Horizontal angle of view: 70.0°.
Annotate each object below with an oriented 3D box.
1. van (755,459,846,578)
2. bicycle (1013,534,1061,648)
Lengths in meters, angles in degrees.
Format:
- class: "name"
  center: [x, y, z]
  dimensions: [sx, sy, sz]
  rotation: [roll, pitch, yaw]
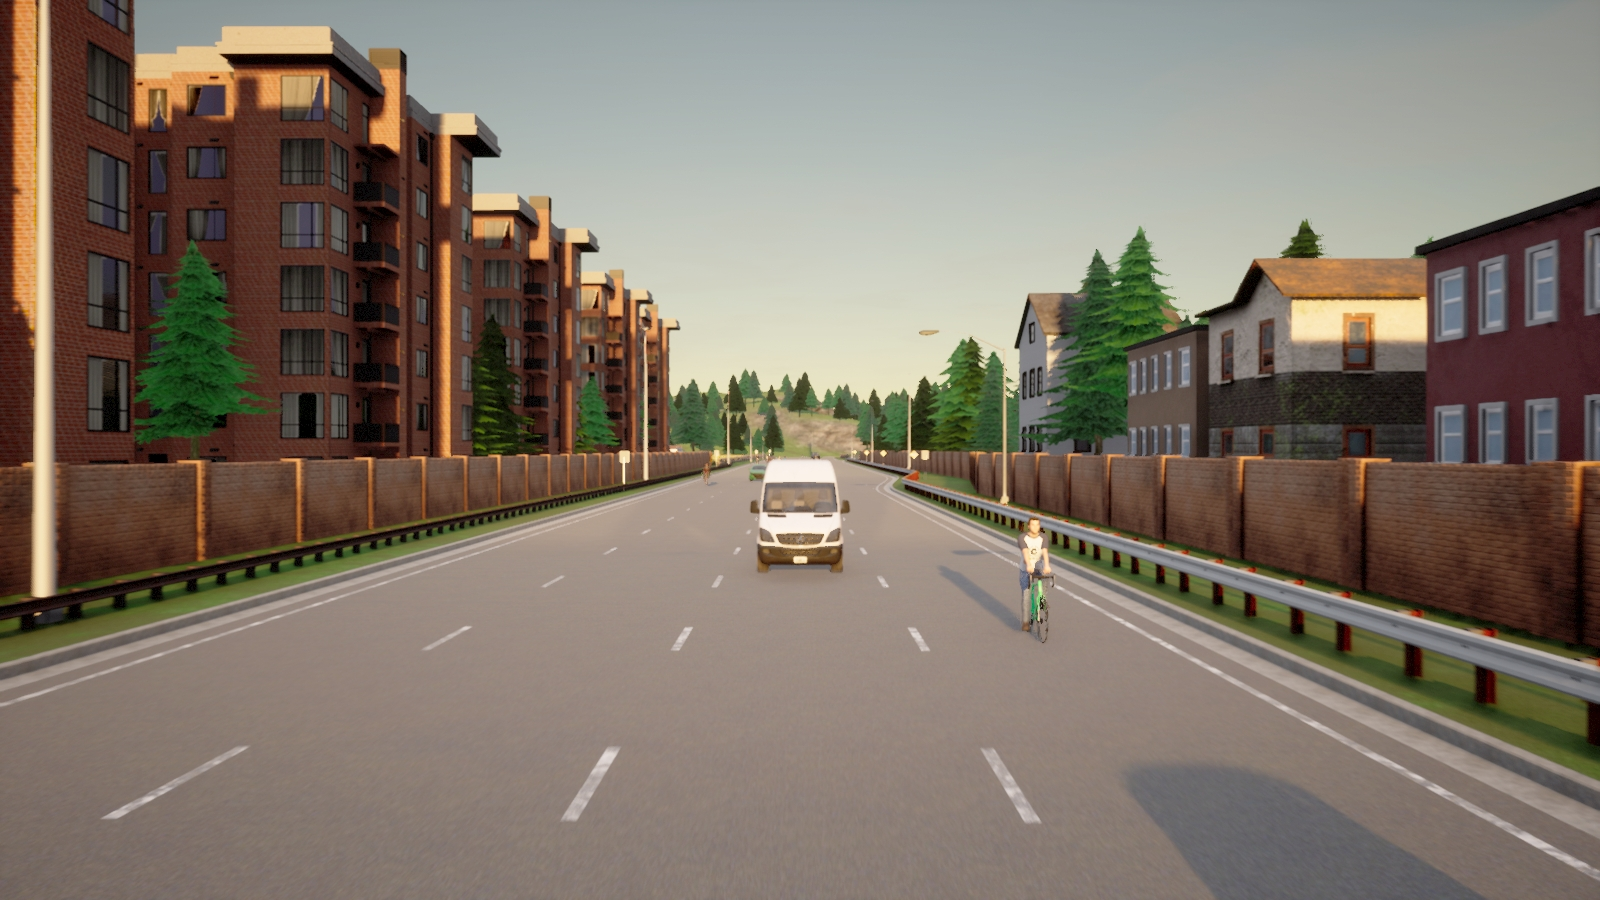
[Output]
- class: "van"
  center: [0.008, 1.525, 27.945]
  dimensions: [1.988, 2.561, 5.915]
  rotation: [0, 0, 0]
- class: "bicycle"
  center: [3.503, 2.050, 16.967]
  dimensions: [0.373, 1.496, 1.643]
  rotation: [0, 0, 0]
